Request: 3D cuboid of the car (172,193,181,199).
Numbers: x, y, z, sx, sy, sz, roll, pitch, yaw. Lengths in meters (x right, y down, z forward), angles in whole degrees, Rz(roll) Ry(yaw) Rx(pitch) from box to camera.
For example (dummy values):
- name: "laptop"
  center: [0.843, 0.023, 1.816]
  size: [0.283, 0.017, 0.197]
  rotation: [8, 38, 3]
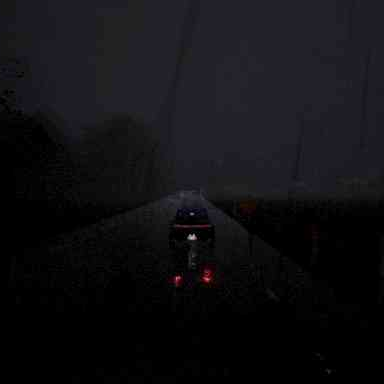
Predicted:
- name: "car"
  center: [-3.501, 0.901, 75.935]
  size: [1.895, 1.301, 4.718]
  rotation: [0, 1, 0]

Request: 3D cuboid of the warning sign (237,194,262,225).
- name: "warning sign"
  center: [3.519, 1.066, 20.466]
  size: [1.300, 1.860, 1.060]
  rotation: [-2, -2, 0]

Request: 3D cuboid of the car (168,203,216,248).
- name: "car"
  center: [0.000, 1.471, 14.654]
  size: [2.128, 1.511, 4.902]
  rotation: [0, 0, 0]
